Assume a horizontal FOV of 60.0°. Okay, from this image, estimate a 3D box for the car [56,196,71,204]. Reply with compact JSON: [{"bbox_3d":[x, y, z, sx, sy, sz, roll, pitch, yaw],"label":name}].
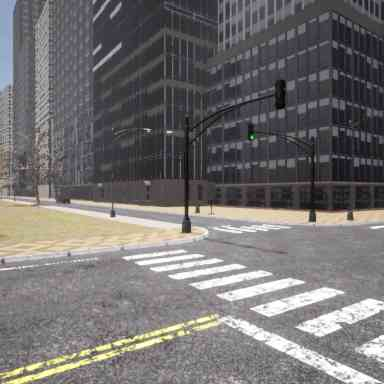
[{"bbox_3d":[-24.707,1.511,63.749,1.837,1.490,4.892,0,0,-35],"label":"car"}]
